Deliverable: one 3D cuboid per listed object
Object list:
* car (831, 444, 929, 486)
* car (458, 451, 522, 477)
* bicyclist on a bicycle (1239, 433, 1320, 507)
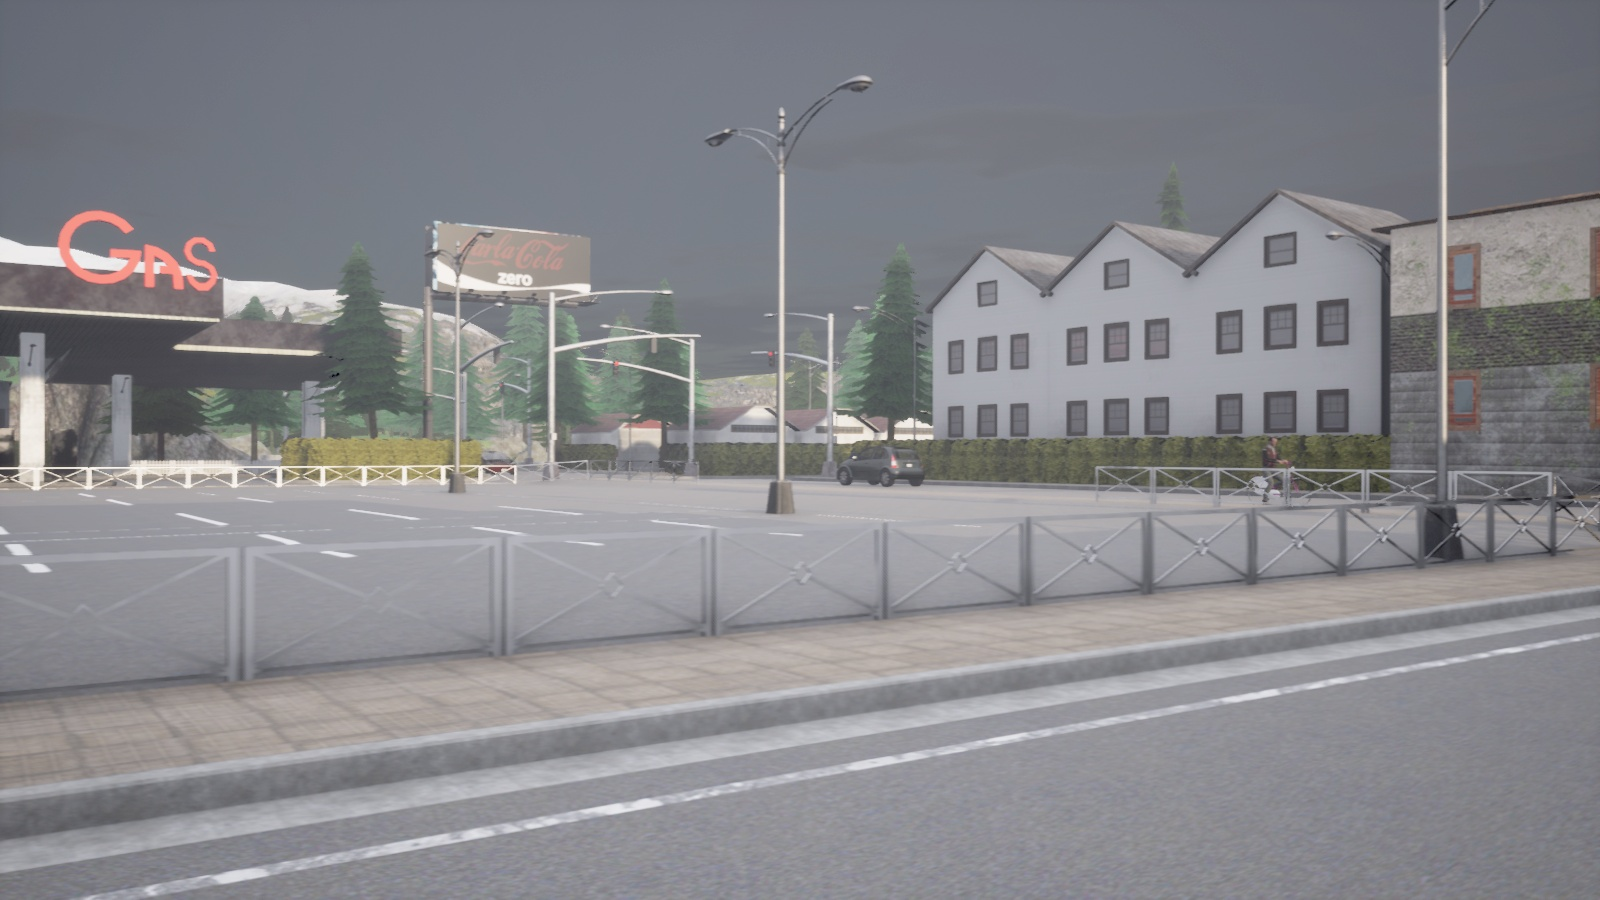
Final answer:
[{"bbox_3d":[3.158,0.583,50.336,1.851,1.617,3.988,0,0,-35],"label":"car"},{"bbox_3d":[-18.733,0.866,75.808,2.163,1.488,4.792,-1,0,-35],"label":"car"},{"bbox_3d":[11.983,0.491,31.441,0.659,1.776,1.843,0,0,-35],"label":"bicyclist on a bicycle"}]
